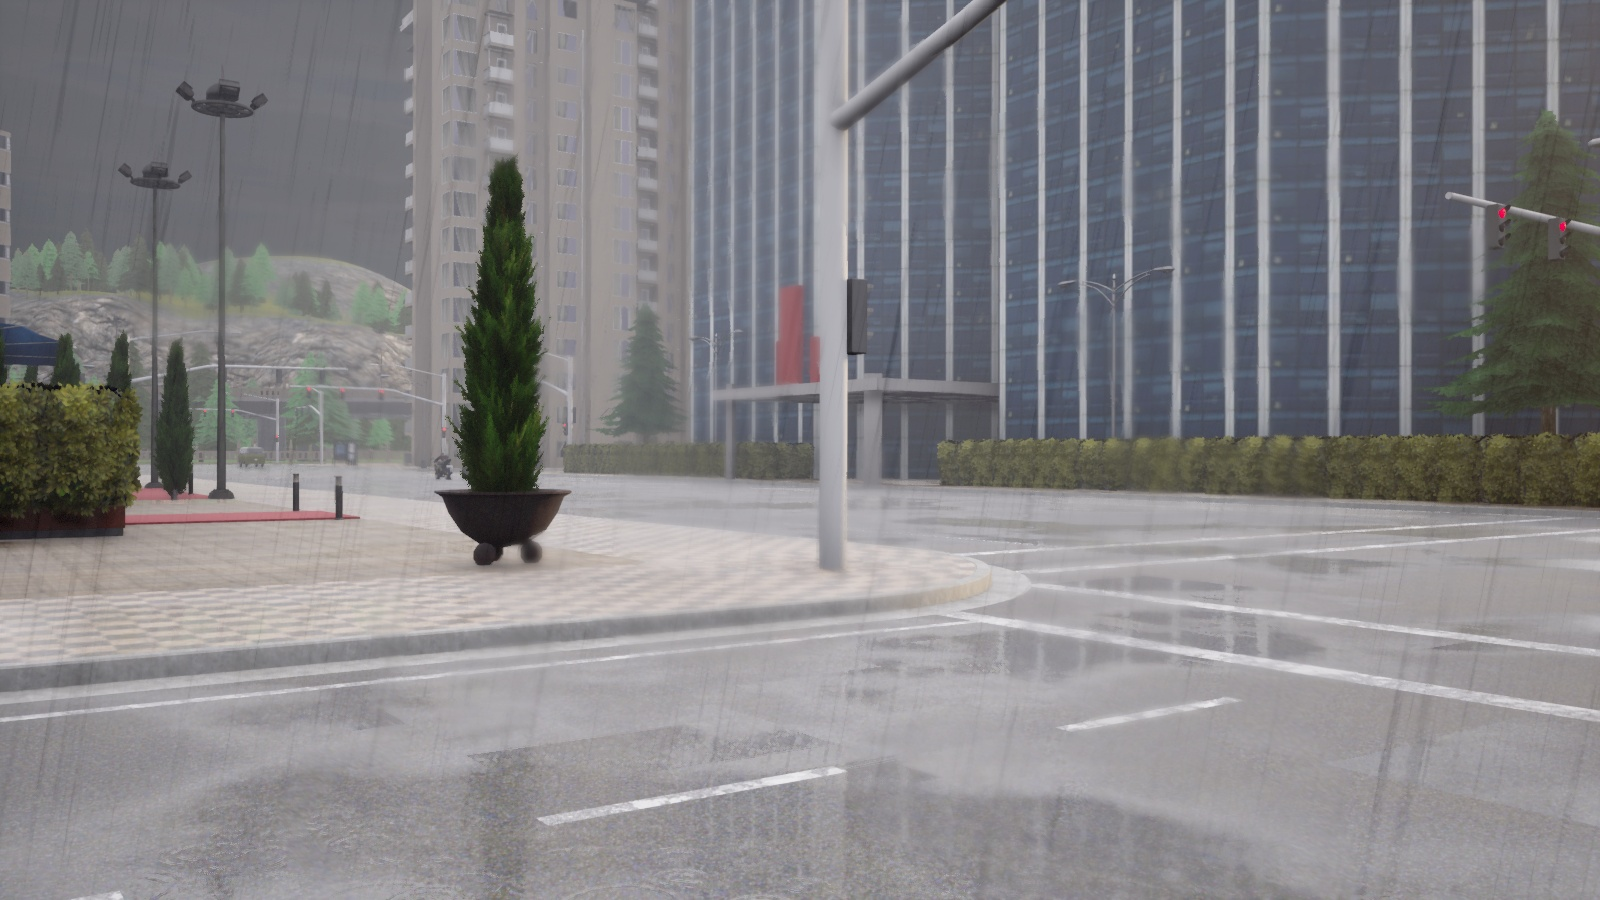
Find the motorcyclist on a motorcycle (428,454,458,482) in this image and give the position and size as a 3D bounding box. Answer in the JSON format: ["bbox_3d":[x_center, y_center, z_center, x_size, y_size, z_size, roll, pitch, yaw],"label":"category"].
[{"bbox_3d":[-19.588,0.990,68.870,0.866,1.530,2.191,0,0,-35],"label":"motorcyclist on a motorcycle"}]
